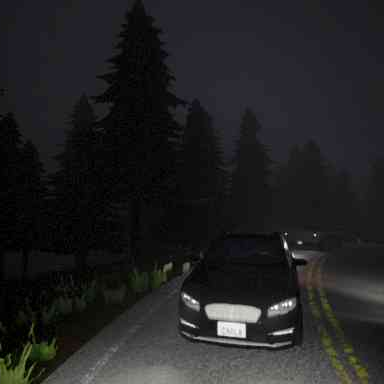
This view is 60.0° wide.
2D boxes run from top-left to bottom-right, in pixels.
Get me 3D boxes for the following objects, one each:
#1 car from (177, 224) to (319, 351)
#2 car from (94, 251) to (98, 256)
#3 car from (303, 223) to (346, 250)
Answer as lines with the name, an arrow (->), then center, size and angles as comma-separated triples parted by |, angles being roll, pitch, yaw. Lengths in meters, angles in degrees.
car -> 1.139, 1.561, 6.641 | 2.128, 1.511, 4.902 | -1, -2, 15
car -> -20.221, 13.645, 73.022 | 4.181, 1.381, 1.994 | -2, -5, 31
car -> 6.658, 2.325, 17.918 | 1.895, 1.301, 4.718 | -3, -6, 39
